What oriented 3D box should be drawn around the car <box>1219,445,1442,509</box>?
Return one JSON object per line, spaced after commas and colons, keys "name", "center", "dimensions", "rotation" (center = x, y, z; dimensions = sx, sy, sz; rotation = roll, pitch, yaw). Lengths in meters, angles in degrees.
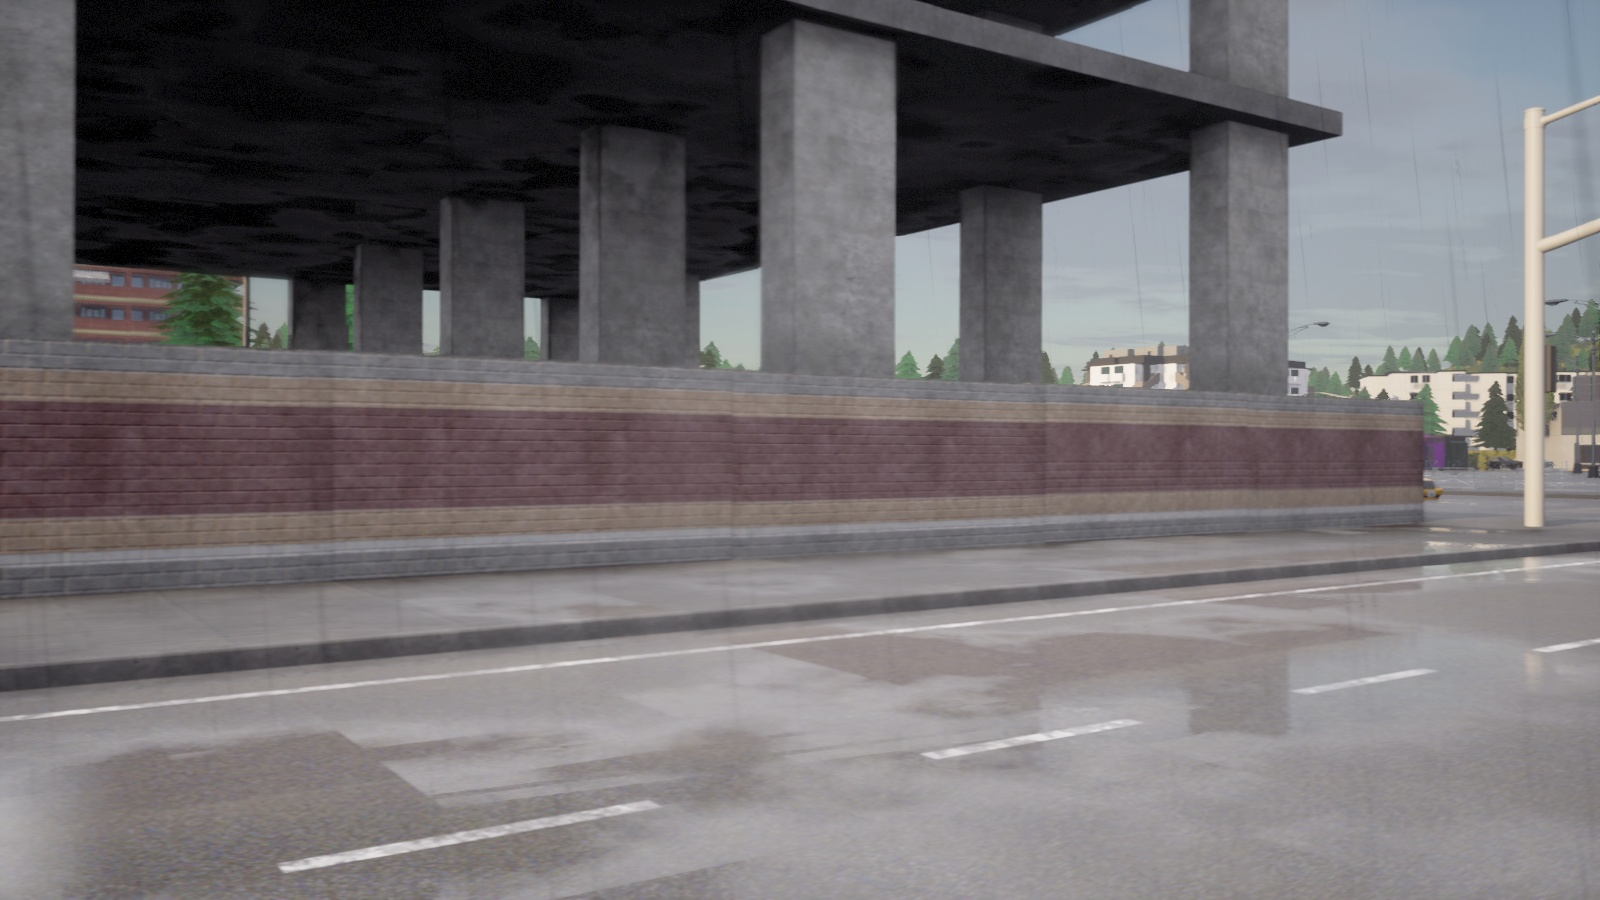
{"name": "car", "center": [14.033, 0.678, 33.591], "dimensions": [1.801, 1.575, 5.366], "rotation": [0, 0, -34]}
